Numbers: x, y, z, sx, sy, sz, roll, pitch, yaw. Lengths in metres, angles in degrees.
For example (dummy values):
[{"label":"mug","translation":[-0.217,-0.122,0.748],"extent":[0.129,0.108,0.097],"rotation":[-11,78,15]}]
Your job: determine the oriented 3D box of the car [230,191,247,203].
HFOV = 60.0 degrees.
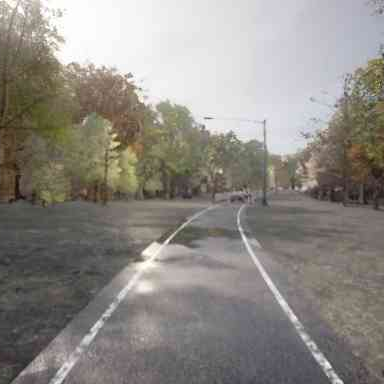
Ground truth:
[{"label":"car","translation":[6.971,0.798,50.703],"extent":[1.837,1.490,4.892],"rotation":[0,1,13]}]
